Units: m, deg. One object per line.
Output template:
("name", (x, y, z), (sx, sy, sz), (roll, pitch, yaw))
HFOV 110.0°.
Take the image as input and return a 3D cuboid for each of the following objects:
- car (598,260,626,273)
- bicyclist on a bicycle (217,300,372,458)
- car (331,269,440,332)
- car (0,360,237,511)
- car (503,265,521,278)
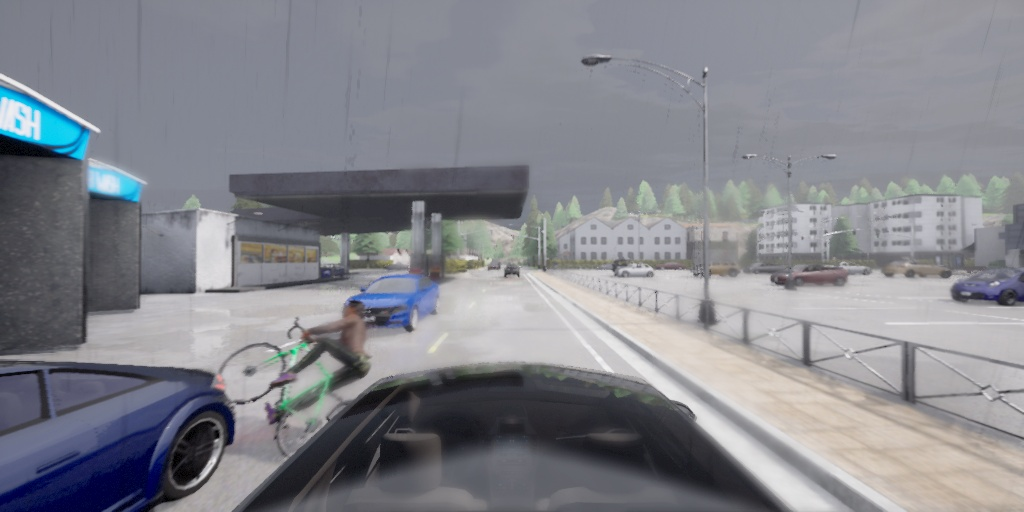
("car", (17.293, 1.872, 63.104), (4.181, 1.385, 1.994), (0, -1, 0))
("bicyclist on a bicycle", (-2.197, 1.199, 4.046), (1.656, 1.620, 0.582), (30, -35, 14))
("car", (-3.619, 1.349, 11.597), (1.882, 1.535, 5.008), (0, -1, 0))
("car", (-3.598, 1.314, 1.658), (1.994, 1.385, 4.181), (0, -1, 0))
("car", (0.008, 1.754, 42.555), (1.837, 1.490, 4.892), (0, -1, 0))
